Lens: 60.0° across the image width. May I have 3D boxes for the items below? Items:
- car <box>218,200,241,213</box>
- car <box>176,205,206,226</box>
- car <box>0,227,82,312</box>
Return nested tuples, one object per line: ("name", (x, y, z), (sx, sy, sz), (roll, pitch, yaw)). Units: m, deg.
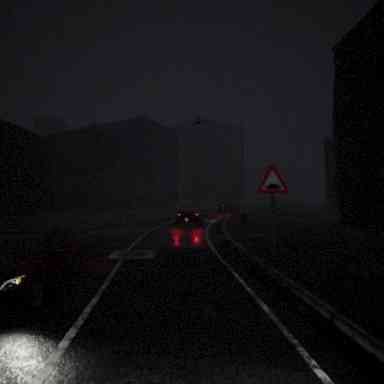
("car", (4.662, 1.701, 41.186), (2.128, 1.511, 4.902), (-3, -1, 24))
("car", (-0.062, 1.723, 25.070), (1.812, 1.442, 4.674), (-1, -1, 8))
("car", (-3.990, 1.606, 7.947), (1.812, 1.442, 4.674), (0, -1, -3))
